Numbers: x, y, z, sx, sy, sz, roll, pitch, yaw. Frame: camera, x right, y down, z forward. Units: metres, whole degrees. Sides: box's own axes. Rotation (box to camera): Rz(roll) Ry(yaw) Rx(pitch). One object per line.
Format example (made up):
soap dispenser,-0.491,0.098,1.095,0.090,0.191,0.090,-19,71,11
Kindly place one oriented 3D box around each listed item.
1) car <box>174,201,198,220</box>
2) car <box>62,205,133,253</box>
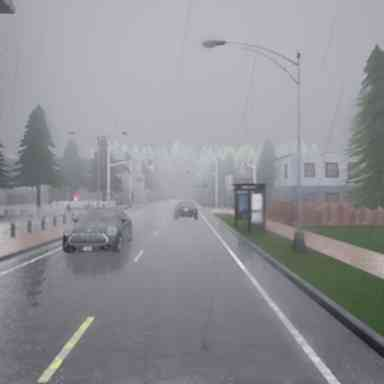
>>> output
car,-0.529,1.596,30.772,2.097,1.767,4.553,0,0,-1
car,-3.831,1.466,14.215,2.097,1.767,4.553,0,0,-2
